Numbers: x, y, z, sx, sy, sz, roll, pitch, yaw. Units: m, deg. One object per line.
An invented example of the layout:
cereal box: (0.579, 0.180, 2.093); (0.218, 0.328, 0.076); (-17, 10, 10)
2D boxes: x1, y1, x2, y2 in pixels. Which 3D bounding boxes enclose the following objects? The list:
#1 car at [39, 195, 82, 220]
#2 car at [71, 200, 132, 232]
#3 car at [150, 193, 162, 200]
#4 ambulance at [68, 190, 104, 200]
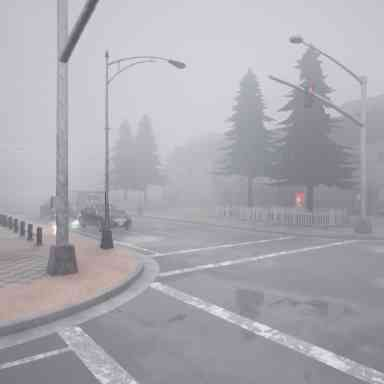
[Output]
car: (-11.428, 1.367, 28.382); (2.097, 1.767, 4.553); (0, 0, -38)
car: (-5.447, 1.506, 20.486); (2.128, 1.511, 4.902); (0, 0, -37)
car: (-7.783, 1.113, 83.312); (1.932, 1.855, 4.605); (0, 0, -37)
ambulance: (-11.277, 1.046, 34.137); (2.351, 2.431, 6.366); (0, 0, -37)
